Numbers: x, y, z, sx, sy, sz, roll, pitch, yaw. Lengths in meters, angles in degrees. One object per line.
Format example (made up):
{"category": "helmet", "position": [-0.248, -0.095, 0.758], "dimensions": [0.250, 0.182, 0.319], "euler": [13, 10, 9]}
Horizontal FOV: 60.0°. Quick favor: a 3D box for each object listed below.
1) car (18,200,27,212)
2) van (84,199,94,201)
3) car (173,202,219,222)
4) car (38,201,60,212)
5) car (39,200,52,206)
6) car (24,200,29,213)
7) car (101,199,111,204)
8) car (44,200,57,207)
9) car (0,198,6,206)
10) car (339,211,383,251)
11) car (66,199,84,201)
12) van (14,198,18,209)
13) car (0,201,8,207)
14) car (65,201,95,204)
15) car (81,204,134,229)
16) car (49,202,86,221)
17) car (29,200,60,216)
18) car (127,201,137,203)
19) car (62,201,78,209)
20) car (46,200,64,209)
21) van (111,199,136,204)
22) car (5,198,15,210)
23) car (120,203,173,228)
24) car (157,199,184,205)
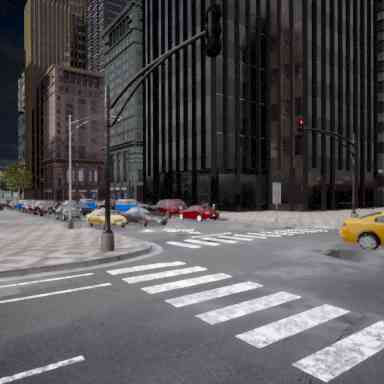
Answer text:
{"category": "car", "position": [-23.448, 2.156, 48.372], "dimensions": [1.967, 1.590, 4.097], "euler": [-1, 0, -35]}
{"category": "van", "position": [-17.174, 2.037, 54.318], "dimensions": [1.690, 1.788, 3.998], "euler": [-1, 0, -35]}
{"category": "car", "position": [0.524, 1.828, 29.447], "dimensions": [1.887, 1.381, 4.507], "euler": [-1, 0, -35]}
{"category": "car", "position": [-22.228, 2.187, 51.439], "dimensions": [2.033, 1.411, 5.357], "euler": [0, -1, -35]}
{"category": "car", "position": [-34.893, 2.659, 79.106], "dimensions": [1.947, 1.339, 4.313], "euler": [-1, 0, -35]}
{"category": "car", "position": [-20.609, 2.195, 44.394], "dimensions": [1.887, 1.381, 4.507], "euler": [-1, 0, -35]}
{"category": "car", "position": [-11.277, 1.874, 46.028], "dimensions": [2.192, 1.841, 5.009], "euler": [-1, 0, -35]}
{"category": "car", "position": [-31.871, 2.594, 74.869], "dimensions": [1.947, 1.339, 4.313], "euler": [-1, 0, -35]}
{"category": "car", "position": [-41.428, 2.666, 73.586], "dimensions": [1.887, 1.381, 4.507], "euler": [-1, 0, -35]}
{"category": "car", "position": [8.416, 1.471, 12.798], "dimensions": [5.008, 1.535, 1.882], "euler": [0, 0, 28]}
{"category": "car", "position": [-19.365, 2.059, 52.758], "dimensions": [2.097, 1.767, 4.553], "euler": [0, -1, -36]}
{"category": "van", "position": [-26.287, 2.122, 52.350], "dimensions": [1.690, 1.788, 3.998], "euler": [-1, 0, -35]}
{"category": "car", "position": [-44.549, 2.770, 77.963], "dimensions": [1.802, 1.307, 4.206], "euler": [-1, 0, -35]}
{"category": "car", "position": [-12.573, 2.050, 37.733], "dimensions": [2.033, 1.411, 5.357], "euler": [0, -1, -36]}
{"category": "car", "position": [-6.327, 1.843, 24.366], "dimensions": [1.752, 1.417, 4.829], "euler": [-1, 0, -35]}
{"category": "car", "position": [-12.098, 2.004, 32.460], "dimensions": [2.008, 1.369, 4.403], "euler": [-1, 0, -35]}
{"category": "car", "position": [-17.777, 1.900, 40.416], "dimensions": [2.192, 1.841, 5.009], "euler": [-1, 0, -35]}
{"category": "car", "position": [-5.373, 2.004, 37.738], "dimensions": [1.802, 1.307, 4.206], "euler": [-1, 0, -35]}
{"category": "car", "position": [-22.810, 2.406, 62.163], "dimensions": [1.802, 1.307, 4.206], "euler": [-1, 0, -35]}
{"category": "car", "position": [-25.072, 2.315, 60.756], "dimensions": [1.882, 1.535, 5.008], "euler": [0, -1, -35]}
{"category": "van", "position": [-8.328, 1.832, 41.883], "dimensions": [1.690, 1.788, 3.998], "euler": [-1, 0, -35]}
{"category": "car", "position": [-32.062, 2.353, 60.451], "dimensions": [1.967, 1.590, 4.097], "euler": [-1, 0, -35]}
{"category": "car", "position": [-3.653, 1.820, 25.221], "dimensions": [1.812, 1.442, 4.674], "euler": [0, -1, -36]}
{"category": "car", "position": [-2.430, 1.668, 33.593], "dimensions": [2.192, 1.841, 5.009], "euler": [-1, 0, -35]}
